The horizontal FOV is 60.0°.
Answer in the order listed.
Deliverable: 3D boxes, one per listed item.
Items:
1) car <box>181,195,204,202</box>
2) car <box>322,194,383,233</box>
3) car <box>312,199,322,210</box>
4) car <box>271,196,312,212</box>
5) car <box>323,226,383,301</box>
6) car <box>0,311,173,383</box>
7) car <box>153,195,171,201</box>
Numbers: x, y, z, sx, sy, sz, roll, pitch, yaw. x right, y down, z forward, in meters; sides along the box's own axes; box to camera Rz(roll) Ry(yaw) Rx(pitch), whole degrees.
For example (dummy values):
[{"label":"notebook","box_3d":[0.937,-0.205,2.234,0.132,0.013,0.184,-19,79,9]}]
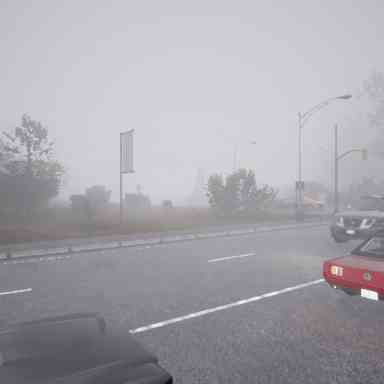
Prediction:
[{"label":"car","box_3d":[0.009,1.276,65.720,2.033,1.411,5.357,-1,0,-38]},{"label":"car","box_3d":[8.244,1.141,14.273,5.566,2.045,2.150,-1,0,-36]},{"label":"car","box_3d":[12.758,1.252,38.410,1.882,1.535,5.008,-1,0,-39]},{"label":"car","box_3d":[10.134,1.404,36.087,1.895,1.301,4.718,-1,0,-39]},{"label":"car","box_3d":[5.048,1.570,7.363,4.718,1.301,1.895,0,0,-36]},{"label":"car","box_3d":[-2.399,1.601,2.024,4.718,1.301,1.895,0,0,-36]},{"label":"car","box_3d":[-6.724,1.330,73.987,1.895,1.301,4.718,-1,0,-38]}]
